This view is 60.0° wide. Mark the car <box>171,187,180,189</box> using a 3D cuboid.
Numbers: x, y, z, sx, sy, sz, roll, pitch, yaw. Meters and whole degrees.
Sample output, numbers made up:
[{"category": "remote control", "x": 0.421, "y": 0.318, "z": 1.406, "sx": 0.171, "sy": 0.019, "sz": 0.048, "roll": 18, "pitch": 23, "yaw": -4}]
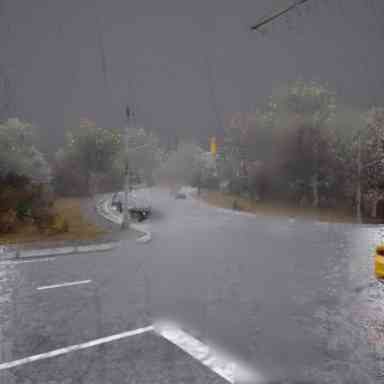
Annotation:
[{"category": "car", "x": -3.368, "y": -0.176, "z": 72.634, "sx": 2.150, "sy": 2.045, "sz": 5.566, "roll": 1, "pitch": 3, "yaw": -1}]

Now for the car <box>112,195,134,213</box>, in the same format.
[{"category": "car", "x": -7.210, "y": 1.486, "z": 36.776, "sx": 2.128, "sy": 1.511, "sz": 4.902, "roll": 1, "pitch": 1, "yaw": -19}]

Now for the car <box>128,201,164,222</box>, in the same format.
[{"category": "car", "x": -3.850, "y": 1.755, "z": 27.982, "sx": 1.895, "sy": 1.301, "sz": 4.718, "roll": 1, "pitch": 0, "yaw": -23}]

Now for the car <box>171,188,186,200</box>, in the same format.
[{"category": "car", "x": -2.297, "y": 0.649, "z": 62.523, "sx": 1.837, "sy": 1.490, "sz": 4.892, "roll": 1, "pitch": 3, "yaw": -7}]

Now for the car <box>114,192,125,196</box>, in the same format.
[{"category": "car", "x": -10.059, "y": 1.222, "z": 46.353, "sx": 1.994, "sy": 1.385, "sz": 4.181, "roll": 1, "pitch": 2, "yaw": -14}]

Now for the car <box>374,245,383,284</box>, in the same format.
[{"category": "car", "x": 6.618, "y": 1.620, "z": 8.475, "sx": 5.008, "sy": 1.535, "sz": 1.882, "roll": 1, "pitch": -1, "yaw": -35}]
